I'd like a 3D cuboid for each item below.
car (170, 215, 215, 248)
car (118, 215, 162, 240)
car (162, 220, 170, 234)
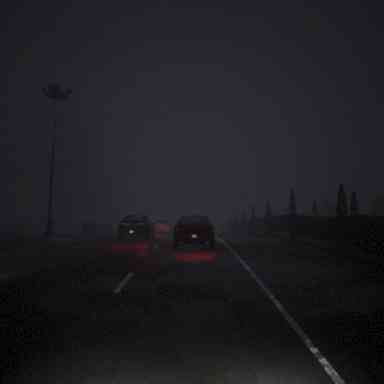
[{"bbox_3d":[0.094,1.923,16.978,1.882,1.535,5.008,0,-3,0],"label":"car"},{"bbox_3d":[-3.407,2.230,21.215,2.128,1.511,4.902,0,-5,0],"label":"car"},{"bbox_3d":[-3.413,4.199,40.001,2.097,1.767,4.553,0,-7,0],"label":"car"}]
